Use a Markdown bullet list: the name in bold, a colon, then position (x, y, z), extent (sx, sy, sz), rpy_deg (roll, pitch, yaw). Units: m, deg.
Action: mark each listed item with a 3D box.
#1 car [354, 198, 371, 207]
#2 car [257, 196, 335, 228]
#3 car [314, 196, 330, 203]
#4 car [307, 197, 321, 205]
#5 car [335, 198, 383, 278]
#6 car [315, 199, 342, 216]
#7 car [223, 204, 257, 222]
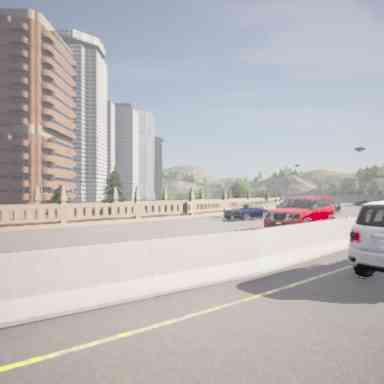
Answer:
- **car**: position (27.779, 1.686, 54.304), extent (1.895, 1.301, 4.718), rpy_deg (0, 0, 19)
- **car**: position (6.355, 1.261, 19.177), extent (2.150, 2.045, 5.566), rpy_deg (0, 0, 44)
- **car**: position (28.654, 1.604, 73.639), extent (2.128, 1.511, 4.902), rpy_deg (0, 0, 7)
- **car**: position (23.275, 1.654, 63.654), extent (2.033, 1.411, 5.357), rpy_deg (0, 0, 15)
- **car**: position (6.344, 1.233, 9.186), extent (5.566, 2.045, 2.150), rpy_deg (0, 0, -42)
- **car**: position (14.456, 1.571, 35.004), extent (1.837, 1.490, 4.892), rpy_deg (0, 0, 32)
- **car**: position (4.574, 1.672, 27.604), extent (1.895, 1.301, 4.718), rpy_deg (0, 0, 41)
